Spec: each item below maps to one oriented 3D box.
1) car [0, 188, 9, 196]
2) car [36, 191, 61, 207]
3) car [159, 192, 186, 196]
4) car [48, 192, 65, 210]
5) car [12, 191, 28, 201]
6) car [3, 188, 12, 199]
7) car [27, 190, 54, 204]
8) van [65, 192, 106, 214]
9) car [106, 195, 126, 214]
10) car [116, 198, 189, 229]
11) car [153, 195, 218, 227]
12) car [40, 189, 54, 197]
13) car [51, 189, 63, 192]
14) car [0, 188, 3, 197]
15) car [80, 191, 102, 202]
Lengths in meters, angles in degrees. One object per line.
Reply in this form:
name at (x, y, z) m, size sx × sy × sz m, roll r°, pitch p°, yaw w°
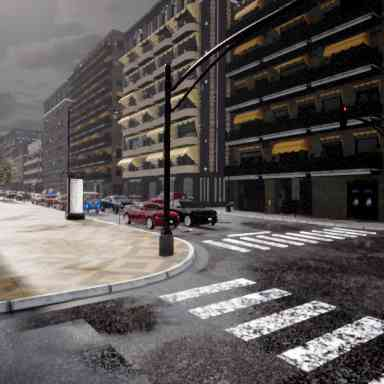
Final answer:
car at (-42.413, -0.022, 73.913) m, size 2.192 × 1.841 × 5.009 m, roll 2°, pitch 0°, yaw -36°
car at (-15.740, 0.909, 37.361) m, size 1.887 × 1.381 × 4.507 m, roll 2°, pitch 0°, yaw -36°
car at (-2.300, 0.936, 33.170) m, size 2.192 × 1.841 × 5.009 m, roll 2°, pitch 0°, yaw -36°
car at (-12.405, 0.997, 32.793) m, size 1.887 × 1.381 × 4.507 m, roll 2°, pitch 0°, yaw -36°
car at (-25.742, 0.541, 51.068) m, size 1.967 × 1.590 × 4.097 m, roll 2°, pitch 0°, yaw -36°
car at (-32.415, 0.470, 60.206) m, size 1.887 × 1.381 × 4.507 m, roll 2°, pitch 0°, yaw -36°
car at (-18.975, 0.805, 41.793) m, size 1.752 × 1.417 × 4.829 m, roll 2°, pitch 0°, yaw -36°
van at (-9.064, 0.881, 28.223) m, size 1.690 × 1.788 × 3.998 m, roll 2°, pitch 0°, yaw -36°
car at (-6.507, 1.069, 29.087) m, size 2.128 × 1.511 × 4.902 m, roll 1°, pitch 0°, yaw -36°
car at (-2.401, 1.261, 19.085) m, size 1.887 × 1.381 × 4.507 m, roll 2°, pitch 0°, yaw -36°
car at (-0.412, 1.216, 20.728) m, size 1.882 × 1.535 × 5.008 m, roll 1°, pitch 0°, yaw -35°
car at (-32.318, 0.271, 74.291) m, size 1.967 × 1.590 × 4.097 m, roll 2°, pitch 0°, yaw -36°
car at (-25.751, 0.529, 65.291) m, size 1.752 × 1.417 × 4.829 m, roll 2°, pitch 0°, yaw -36°
car at (-39.085, 0.301, 69.344) m, size 2.008 × 1.369 × 4.403 m, roll 2°, pitch 0°, yaw -36°
car at (-15.643, 0.710, 51.446) m, size 1.967 × 1.590 × 4.097 m, roll 2°, pitch 0°, yaw -36°
